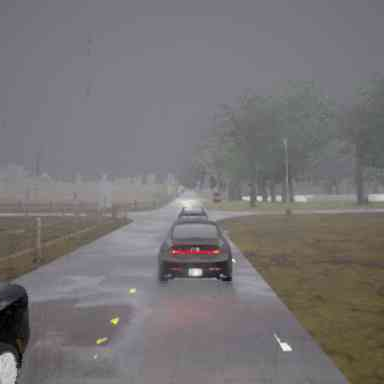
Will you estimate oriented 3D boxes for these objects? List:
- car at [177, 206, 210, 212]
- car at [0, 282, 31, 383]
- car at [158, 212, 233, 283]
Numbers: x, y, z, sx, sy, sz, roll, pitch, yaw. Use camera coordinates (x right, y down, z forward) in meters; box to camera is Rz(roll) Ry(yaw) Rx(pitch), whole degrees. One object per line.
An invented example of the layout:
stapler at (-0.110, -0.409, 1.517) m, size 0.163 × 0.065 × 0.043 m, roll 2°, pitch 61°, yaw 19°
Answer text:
car at (0.065, 1.588, 20.521) m, size 2.128 × 1.511 × 4.902 m, roll 0°, pitch 0°, yaw 0°
car at (-2.848, 1.488, 1.915) m, size 1.882 × 1.535 × 5.008 m, roll 0°, pitch 0°, yaw 0°
car at (0.084, 1.553, 9.827) m, size 1.837 × 1.490 × 4.892 m, roll 0°, pitch 0°, yaw 0°
